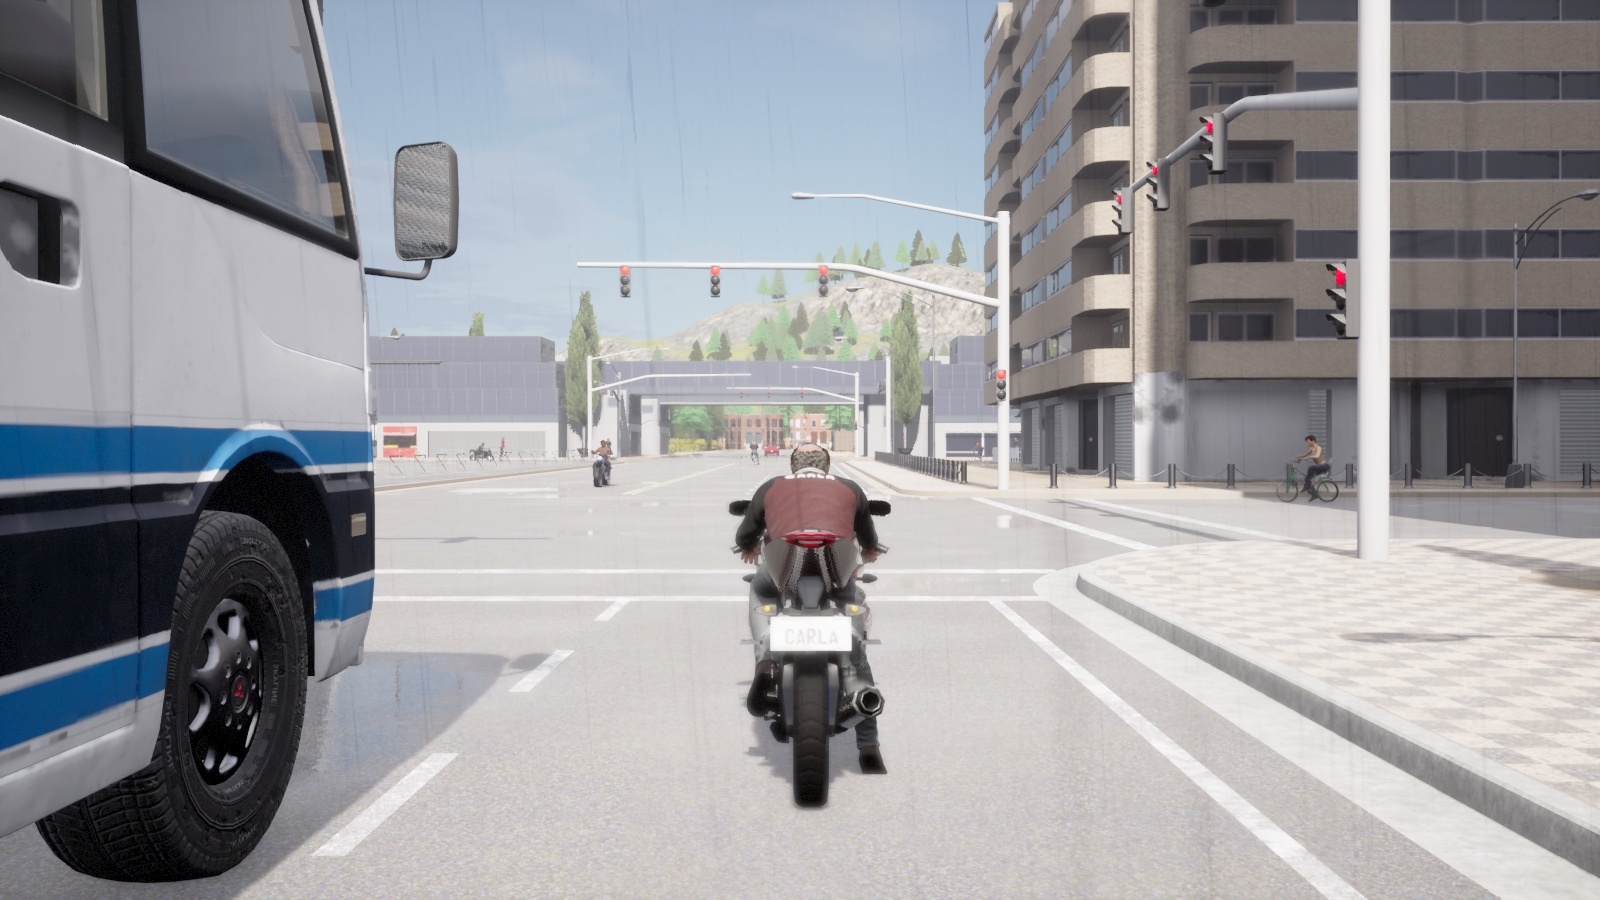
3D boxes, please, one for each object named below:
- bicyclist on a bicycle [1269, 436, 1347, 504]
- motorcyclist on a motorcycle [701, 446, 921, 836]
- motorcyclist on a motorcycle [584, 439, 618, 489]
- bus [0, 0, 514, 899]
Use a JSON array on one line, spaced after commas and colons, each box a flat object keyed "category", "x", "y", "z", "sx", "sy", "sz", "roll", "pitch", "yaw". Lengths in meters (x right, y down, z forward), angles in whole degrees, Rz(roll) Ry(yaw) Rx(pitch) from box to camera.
[{"category": "bicyclist on a bicycle", "x": 12.092, "y": 0.468, "z": 29.919, "sx": 1.509, "sy": 1.612, "sz": 0.866, "roll": 0, "pitch": 0, "yaw": 0}, {"category": "motorcyclist on a motorcycle", "x": 0.048, "y": 0.747, "z": 6.034, "sx": 0.866, "sy": 1.530, "sz": 2.191, "roll": 0, "pitch": 0, "yaw": 0}, {"category": "motorcyclist on a motorcycle", "x": -6.751, "y": 0.449, "z": 42.764, "sx": 0.766, "sy": 1.649, "sz": 2.350, "roll": 0, "pitch": 1, "yaw": 0}, {"category": "bus", "x": -3.476, "y": -0.640, "z": 1.357, "sx": 3.944, "sy": 4.253, "sz": 10.273, "roll": 0, "pitch": 0, "yaw": 0}]
